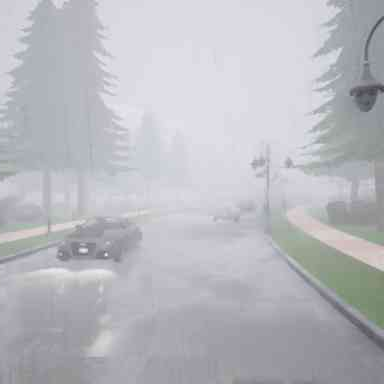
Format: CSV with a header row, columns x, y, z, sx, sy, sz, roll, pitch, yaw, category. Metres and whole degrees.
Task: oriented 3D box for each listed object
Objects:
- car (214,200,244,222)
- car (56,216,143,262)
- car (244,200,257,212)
x,y,z,sx,sy,sz,roll,pitch,yaw,category
2.865,1.547,26.702,1.812,1.442,4.674,0,0,12,car
-3.118,1.573,12.006,1.994,1.385,4.181,0,0,5,car
6.497,1.595,39.566,1.994,1.385,4.181,0,0,19,car
